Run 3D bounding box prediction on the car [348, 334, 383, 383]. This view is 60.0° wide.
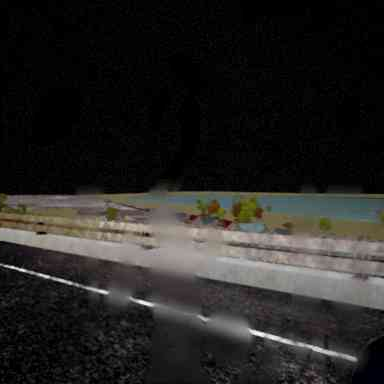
[{"bbox_3d":[3.063,1.567,1.818,4.181,1.385,1.994,0,0,35],"label":"car"}]
